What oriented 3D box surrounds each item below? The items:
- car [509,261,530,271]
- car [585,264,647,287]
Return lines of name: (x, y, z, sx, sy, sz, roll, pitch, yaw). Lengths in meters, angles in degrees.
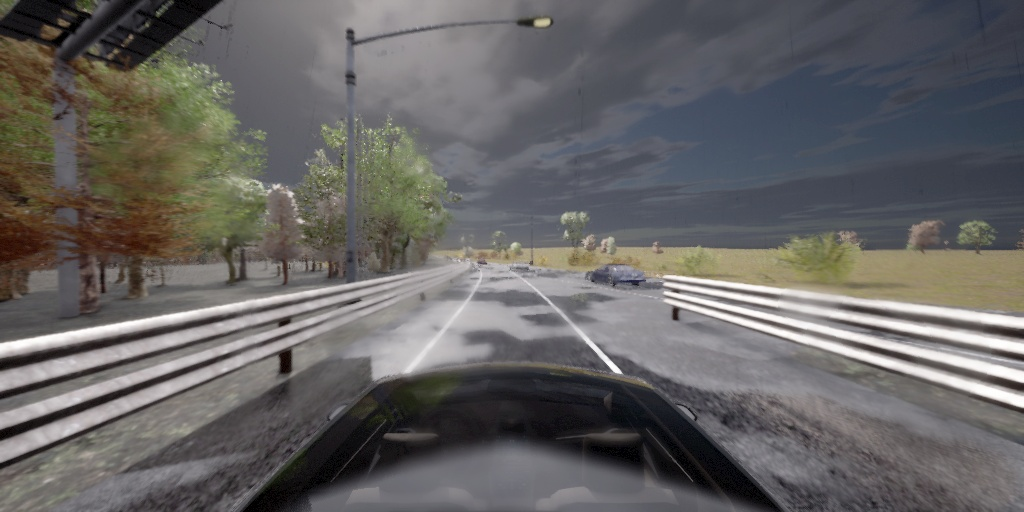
car: (0.908, 1.343, 49.158, 1.895, 1.301, 4.718, 0, 0, -13)
car: (6.719, 1.219, 23.776, 2.033, 1.411, 5.357, 0, 0, -13)
